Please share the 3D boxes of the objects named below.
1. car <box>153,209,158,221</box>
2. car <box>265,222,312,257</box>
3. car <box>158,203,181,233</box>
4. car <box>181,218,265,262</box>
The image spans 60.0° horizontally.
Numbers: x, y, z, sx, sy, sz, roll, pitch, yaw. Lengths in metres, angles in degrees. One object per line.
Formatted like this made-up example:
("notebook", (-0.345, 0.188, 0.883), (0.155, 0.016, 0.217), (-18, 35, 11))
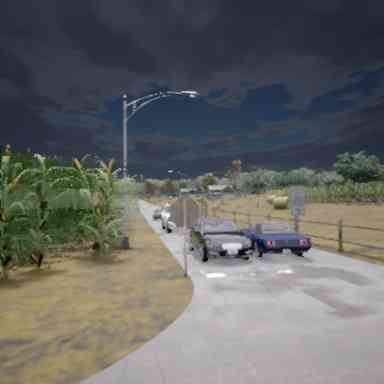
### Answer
("car", (-3.509, 2.608, 39.361), (1.994, 1.385, 4.181), (0, -1, -10))
("car", (3.314, 1.946, 14.394), (1.895, 1.301, 4.718), (-1, -2, -4))
("car", (-0.996, 1.898, 25.165), (2.150, 2.045, 5.566), (0, -1, -11))
("car", (1.012, 1.849, 13.774), (2.128, 1.511, 4.902), (-1, -2, -9))
